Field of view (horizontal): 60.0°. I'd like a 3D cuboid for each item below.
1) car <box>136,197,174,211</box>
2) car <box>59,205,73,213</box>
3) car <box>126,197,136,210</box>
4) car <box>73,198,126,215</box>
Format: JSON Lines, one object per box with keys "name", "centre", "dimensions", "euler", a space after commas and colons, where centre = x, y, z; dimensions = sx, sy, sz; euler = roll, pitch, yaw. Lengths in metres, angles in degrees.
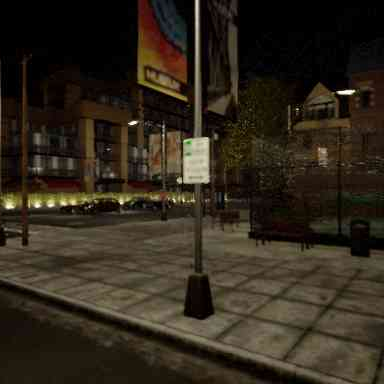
{"name": "car", "centre": [-4.327, 1.551, 42.327], "dimensions": [2.128, 1.511, 4.902], "euler": [0, 0, 35]}
{"name": "car", "centre": [-12.281, 1.667, 37.086], "dimensions": [1.895, 1.301, 4.718], "euler": [0, 0, 35]}
{"name": "car", "centre": [-7.166, 1.419, 44.374], "dimensions": [2.097, 1.767, 4.553], "euler": [0, 0, 35]}
{"name": "car", "centre": [-9.575, 1.411, 34.844], "dimensions": [2.097, 1.767, 4.553], "euler": [0, 0, 35]}
